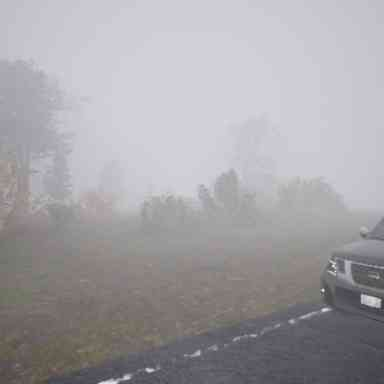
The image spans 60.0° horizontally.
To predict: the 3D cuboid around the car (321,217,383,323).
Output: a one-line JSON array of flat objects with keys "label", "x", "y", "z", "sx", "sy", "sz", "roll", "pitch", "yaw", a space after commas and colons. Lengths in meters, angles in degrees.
[{"label": "car", "x": 4.923, "y": 1.307, "z": 6.580, "sx": 5.566, "sy": 2.045, "sz": 2.150, "roll": 1, "pitch": 0, "yaw": -35}]
